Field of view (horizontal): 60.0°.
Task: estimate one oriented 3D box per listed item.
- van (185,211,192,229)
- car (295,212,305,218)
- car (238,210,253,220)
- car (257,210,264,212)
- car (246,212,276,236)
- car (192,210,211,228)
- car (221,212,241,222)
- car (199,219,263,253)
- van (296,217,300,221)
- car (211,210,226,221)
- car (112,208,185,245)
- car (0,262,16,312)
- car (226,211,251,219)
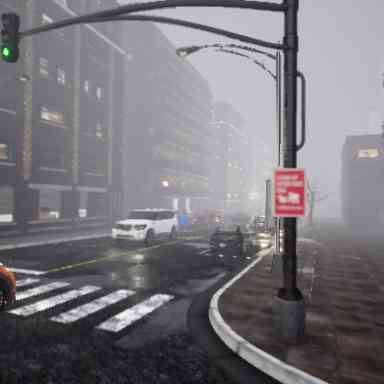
[{"bbox_3d":[-1.764,2.602,30.522,1.690,1.788,3.998,-1,-3,21],"label":"van"},{"bbox_3d":[25.203,5.276,77.483,2.008,1.369,4.403,-1,-3,21],"label":"car"},{"bbox_3d":[9.829,4.186,60.781,1.967,1.590,4.097,-1,-3,21],"label":"car"},{"bbox_3d":[15.626,4.926,75.914,1.967,1.590,4.097,-1,-3,21],"label":"car"},{"bbox_3d":[6.058,2.707,27.512,1.967,1.590,4.097,-1,-3,21],"label":"car"},{"bbox_3d":[0.168,2.949,35.561,1.967,1.590,4.097,-1,-3,21],"label":"car"},{"bbox_3d":[5.965,3.802,50.688,2.008,1.369,4.403,-1,-3,21],"label":"car"},{"bbox_3d":[2.195,2.322,17.419,2.008,1.369,4.403,-1,-3,21],"label":"car"},{"bbox_3d":[15.720,3.846,52.738,1.690,1.788,3.998,-1,-3,21],"label":"van"},{"bbox_3d":[2.101,3.071,40.611,2.192,1.841,5.009,-1,-3,21],"label":"car"},{"bbox_3d":[-2.701,2.054,20.798,2.150,2.045,5.566,0,-3,21],"label":"car"},{"bbox_3d":[-5.269,1.475,5.416,2.097,1.767,4.553,0,-3,21],"label":"car"},{"bbox_3d":[6.695,3.575,45.134,2.033,1.411,5.357,0,-3,21],"label":"car"}]
